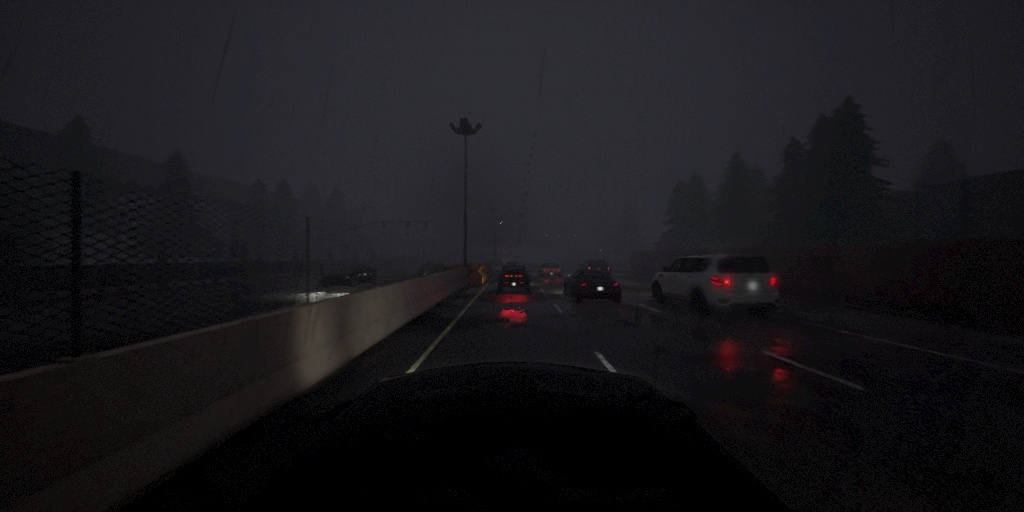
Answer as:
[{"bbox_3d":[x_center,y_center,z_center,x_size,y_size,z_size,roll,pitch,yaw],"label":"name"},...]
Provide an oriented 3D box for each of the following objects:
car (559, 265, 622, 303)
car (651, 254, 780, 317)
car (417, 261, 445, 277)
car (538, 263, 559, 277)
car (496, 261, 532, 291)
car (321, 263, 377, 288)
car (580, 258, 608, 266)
[{"bbox_3d":[3.605,1.307,16.645,1.994,1.385,4.181,0,0,0],"label":"car"},{"bbox_3d":[7.104,0.963,13.255,2.150,2.045,5.566,0,0,0],"label":"car"},{"bbox_3d":[-7.027,1.227,31.932,2.128,1.511,4.902,0,0,1],"label":"car"},{"bbox_3d":[3.611,1.334,34.956,1.895,1.301,4.718,0,0,0],"label":"car"},{"bbox_3d":[0.107,1.245,21.499,1.837,1.490,4.892,0,0,0],"label":"car"},{"bbox_3d":[-10.577,1.216,23.574,1.882,1.535,5.008,0,0,0],"label":"car"},{"bbox_3d":[7.110,1.087,31.268,2.097,1.767,4.553,0,0,0],"label":"car"}]
